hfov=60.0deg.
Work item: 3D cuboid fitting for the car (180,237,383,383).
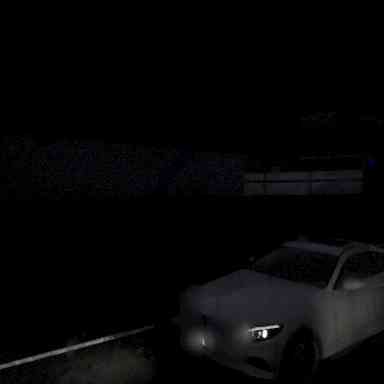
[{"bbox_3d":[2.024,1.523,5.374,4.674,1.442,1.812,0,0,-35],"label":"car"}]
